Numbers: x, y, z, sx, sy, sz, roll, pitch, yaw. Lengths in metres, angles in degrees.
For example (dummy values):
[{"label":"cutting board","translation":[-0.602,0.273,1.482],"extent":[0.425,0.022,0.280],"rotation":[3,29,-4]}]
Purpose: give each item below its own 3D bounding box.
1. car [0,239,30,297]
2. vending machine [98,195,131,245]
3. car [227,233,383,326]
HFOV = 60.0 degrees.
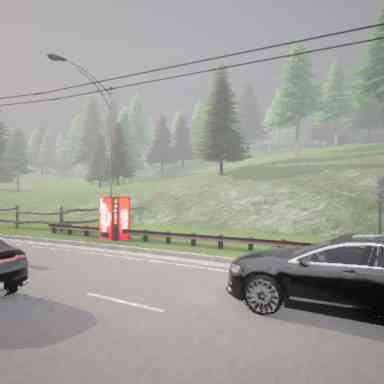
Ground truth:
[{"label":"car","translation":[-5.610,1.491,7.155],"extent":[4.902,1.511,2.128],"rotation":[0,0,30]},{"label":"vending machine","translation":[-3.417,1.195,14.712],"extent":[0.880,2.100,1.100],"rotation":[0,0,29]},{"label":"car","translation":[2.983,1.492,5.888],"extent":[4.902,1.511,2.128],"rotation":[0,0,35]}]
